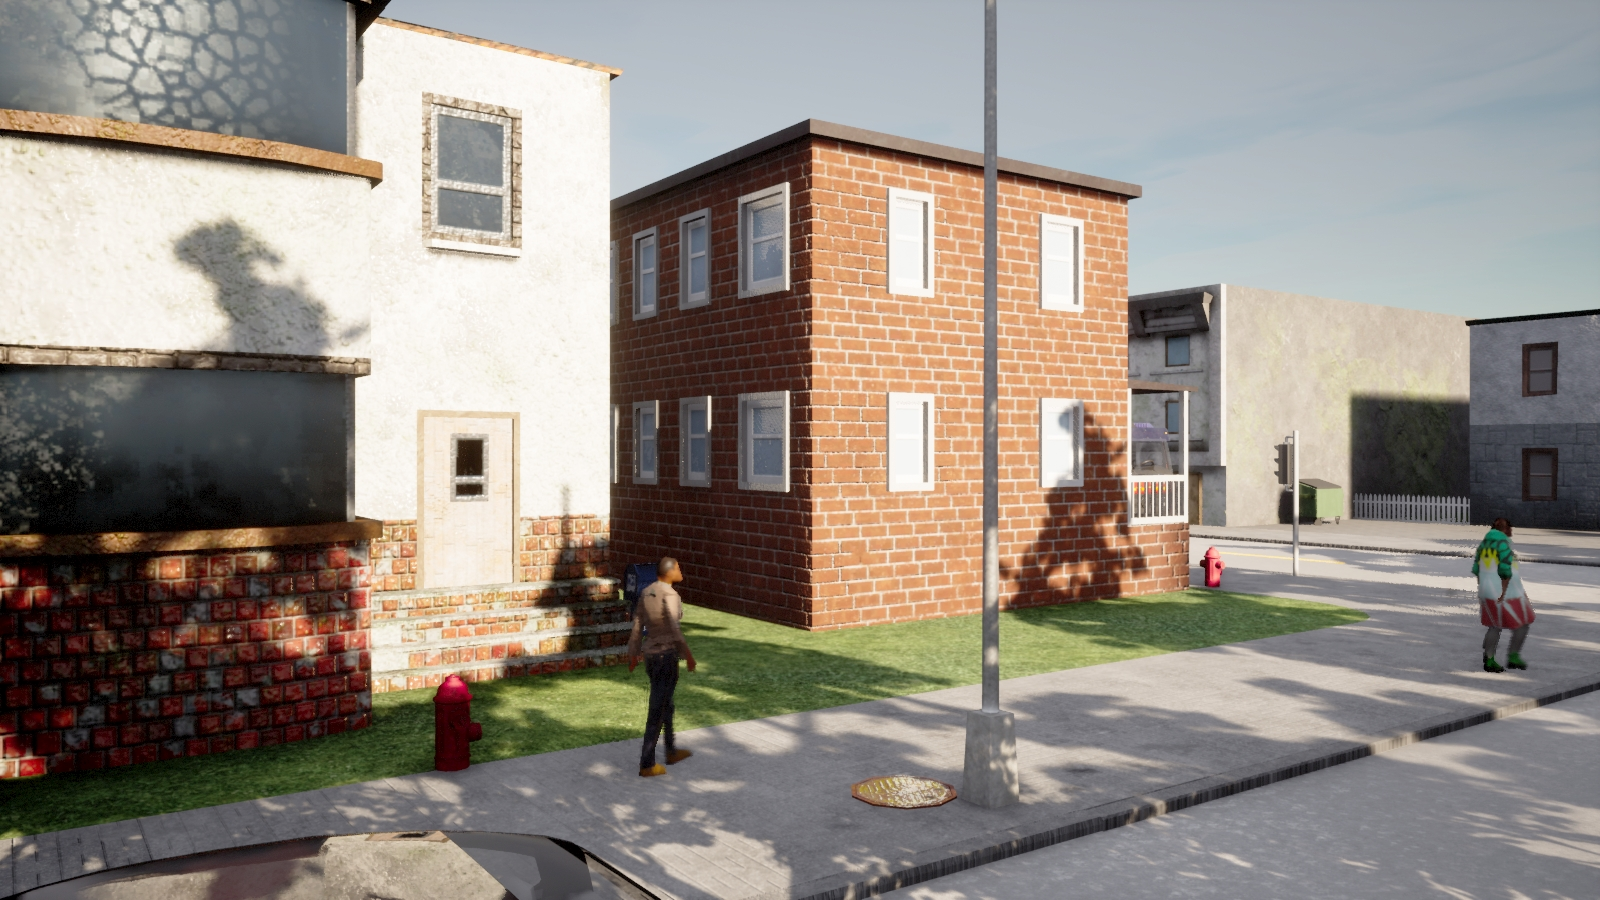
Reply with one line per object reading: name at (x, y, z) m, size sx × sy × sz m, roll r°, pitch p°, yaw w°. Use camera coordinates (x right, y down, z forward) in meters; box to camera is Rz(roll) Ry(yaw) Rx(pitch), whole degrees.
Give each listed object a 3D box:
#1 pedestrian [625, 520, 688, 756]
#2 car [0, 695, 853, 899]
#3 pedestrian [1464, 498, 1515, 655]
pedestrian at (-1.189, 1.524, 9.436) m, size 0.375 × 1.860 × 0.375 m, roll 0°, pitch 0°, yaw -39°
car at (-1.878, 1.806, 3.034) m, size 3.705 × 1.549 × 1.789 m, roll 0°, pitch 0°, yaw -35°
pedestrian at (8.352, 1.516, 13.848) m, size 0.375 × 1.860 × 0.375 m, roll 0°, pitch 0°, yaw -12°
